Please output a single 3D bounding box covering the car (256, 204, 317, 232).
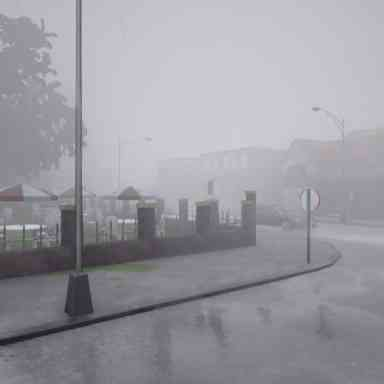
[{"bbox_3d":[5.180,1.492,20.284,2.128,1.511,4.902,0,0,-36],"label":"car"}]

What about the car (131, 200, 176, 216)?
[{"bbox_3d":[-3.661,1.547,32.649,2.033,1.411,5.357,0,0,-36],"label":"car"}]

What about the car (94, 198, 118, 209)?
[{"bbox_3d":[-12.041,1.505,44.432,1.837,1.490,4.892,0,0,-35],"label":"car"}]

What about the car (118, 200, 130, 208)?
[{"bbox_3d":[-10.009,1.477,48.739,1.882,1.535,5.008,0,0,-35],"label":"car"}]
